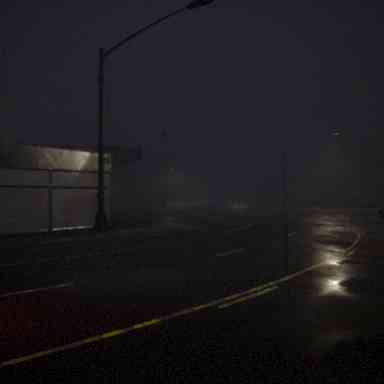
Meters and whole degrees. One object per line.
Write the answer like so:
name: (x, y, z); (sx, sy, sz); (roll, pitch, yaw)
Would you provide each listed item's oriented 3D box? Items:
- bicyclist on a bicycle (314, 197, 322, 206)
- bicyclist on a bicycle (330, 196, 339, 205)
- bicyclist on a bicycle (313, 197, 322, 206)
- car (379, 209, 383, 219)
bicyclist on a bicycle: (23.408, 1.681, 61.845); (1.656, 1.620, 0.582); (0, 0, -36)
bicyclist on a bicycle: (28.053, 1.705, 65.425); (1.656, 1.620, 0.582); (0, 0, 35)
bicyclist on a bicycle: (23.001, 1.752, 60.969); (1.656, 1.620, 0.582); (-8, 2, -1)
car: (17.696, 1.703, 28.453); (1.812, 1.442, 4.674); (0, 0, 9)
